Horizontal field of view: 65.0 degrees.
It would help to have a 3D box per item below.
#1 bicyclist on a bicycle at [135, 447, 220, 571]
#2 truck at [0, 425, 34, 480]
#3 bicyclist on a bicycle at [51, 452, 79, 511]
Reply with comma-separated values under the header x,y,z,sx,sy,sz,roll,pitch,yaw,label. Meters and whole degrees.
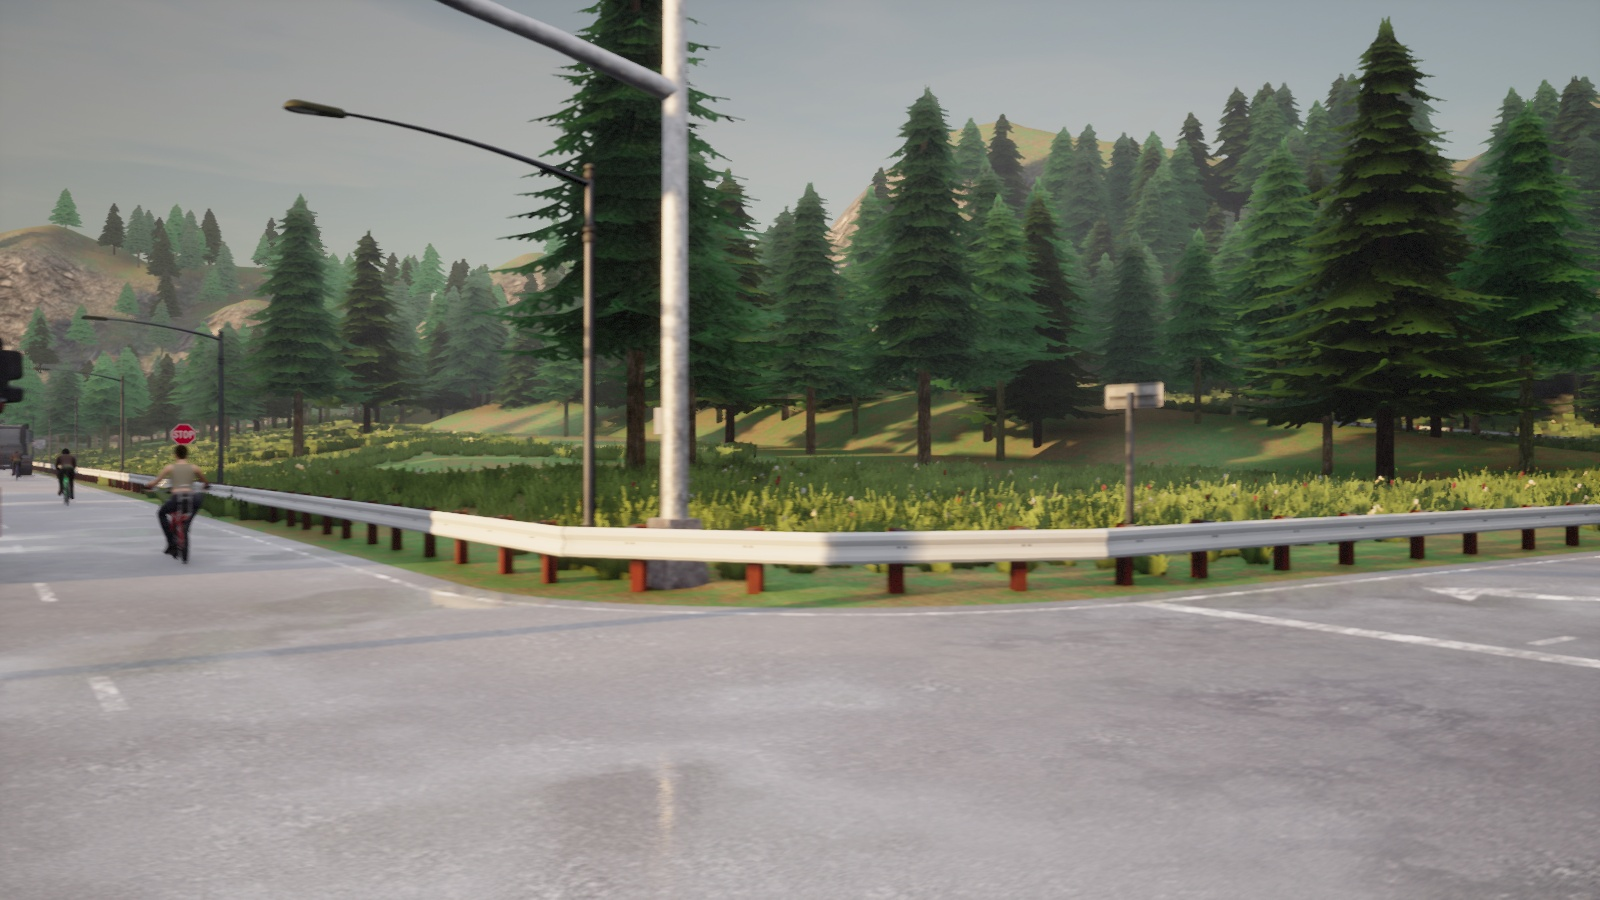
x,y,z,sx,sy,sz,roll,pitch,yaw,label
-8.557,0.769,17.239,0.866,1.612,1.509,0,0,-34,bicyclist on a bicycle
-51.940,0.160,82.055,2.891,3.462,7.936,0,0,-34,truck
-20.842,0.873,35.599,0.582,1.620,1.656,0,0,-34,bicyclist on a bicycle
